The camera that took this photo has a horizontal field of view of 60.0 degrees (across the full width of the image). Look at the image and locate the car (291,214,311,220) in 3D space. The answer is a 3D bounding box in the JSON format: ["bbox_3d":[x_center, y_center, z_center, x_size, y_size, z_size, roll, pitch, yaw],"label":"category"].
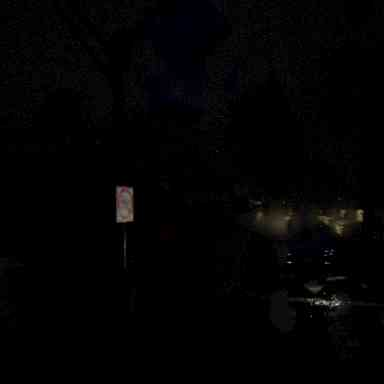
[{"bbox_3d":[7.836,2.619,23.600,1.882,1.535,5.008,-2,-3,17],"label":"car"}]

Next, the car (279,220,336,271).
[{"bbox_3d":[4.672,2.140,13.630,1.882,1.535,5.008,-2,-3,18],"label":"car"}]
